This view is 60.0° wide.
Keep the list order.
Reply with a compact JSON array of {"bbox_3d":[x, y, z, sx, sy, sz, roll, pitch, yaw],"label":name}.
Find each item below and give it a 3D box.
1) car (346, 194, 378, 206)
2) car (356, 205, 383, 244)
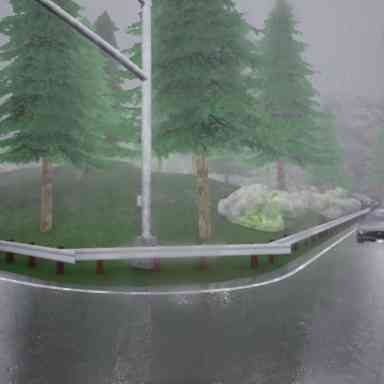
[{"bbox_3d":[21.366,1.270,42.951,2.150,2.045,5.566,0,0,-10],"label":"car"},{"bbox_3d":[8.917,1.571,15.455,2.033,1.411,5.357,0,0,33],"label":"car"}]
